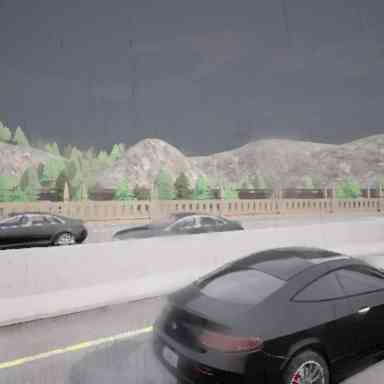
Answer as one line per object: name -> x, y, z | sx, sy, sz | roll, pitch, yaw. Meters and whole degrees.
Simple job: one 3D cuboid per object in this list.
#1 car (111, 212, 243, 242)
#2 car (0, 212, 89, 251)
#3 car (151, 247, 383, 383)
car -> -0.378, 1.491, 11.763 | 4.902, 1.511, 2.128 | 0, 0, -31
car -> -6.317, 1.491, 12.132 | 4.902, 1.511, 2.128 | 0, 0, -34
car -> 1.716, 1.526, 4.662 | 4.674, 1.442, 1.812 | 0, 0, -33
